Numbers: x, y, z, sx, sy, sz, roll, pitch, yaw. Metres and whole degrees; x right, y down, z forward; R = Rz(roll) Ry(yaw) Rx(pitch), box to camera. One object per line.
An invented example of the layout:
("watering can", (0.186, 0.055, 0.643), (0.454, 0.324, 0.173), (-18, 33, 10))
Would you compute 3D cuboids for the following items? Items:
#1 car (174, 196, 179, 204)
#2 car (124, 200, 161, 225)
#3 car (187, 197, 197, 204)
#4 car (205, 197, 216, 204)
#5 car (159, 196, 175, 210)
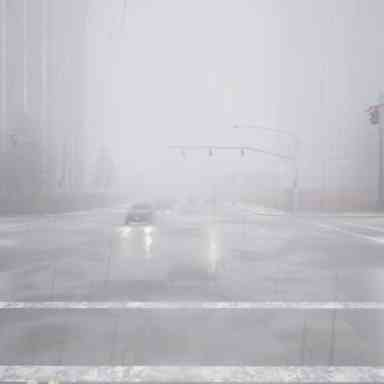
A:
("car", (-3.476, 1.547, 64.581), (2.033, 1.411, 5.357), (0, 0, 0))
("car", (-3.590, 1.505, 24.021), (1.837, 1.490, 4.892), (0, 0, 0))
("car", (0.030, 1.563, 64.985), (1.994, 1.385, 4.181), (0, 0, 0))
("car", (3.530, 1.600, 65.014), (1.895, 1.301, 4.718), (0, 0, 0))
("car", (-3.579, 1.563, 42.093), (1.994, 1.385, 4.181), (0, 0, 0))
